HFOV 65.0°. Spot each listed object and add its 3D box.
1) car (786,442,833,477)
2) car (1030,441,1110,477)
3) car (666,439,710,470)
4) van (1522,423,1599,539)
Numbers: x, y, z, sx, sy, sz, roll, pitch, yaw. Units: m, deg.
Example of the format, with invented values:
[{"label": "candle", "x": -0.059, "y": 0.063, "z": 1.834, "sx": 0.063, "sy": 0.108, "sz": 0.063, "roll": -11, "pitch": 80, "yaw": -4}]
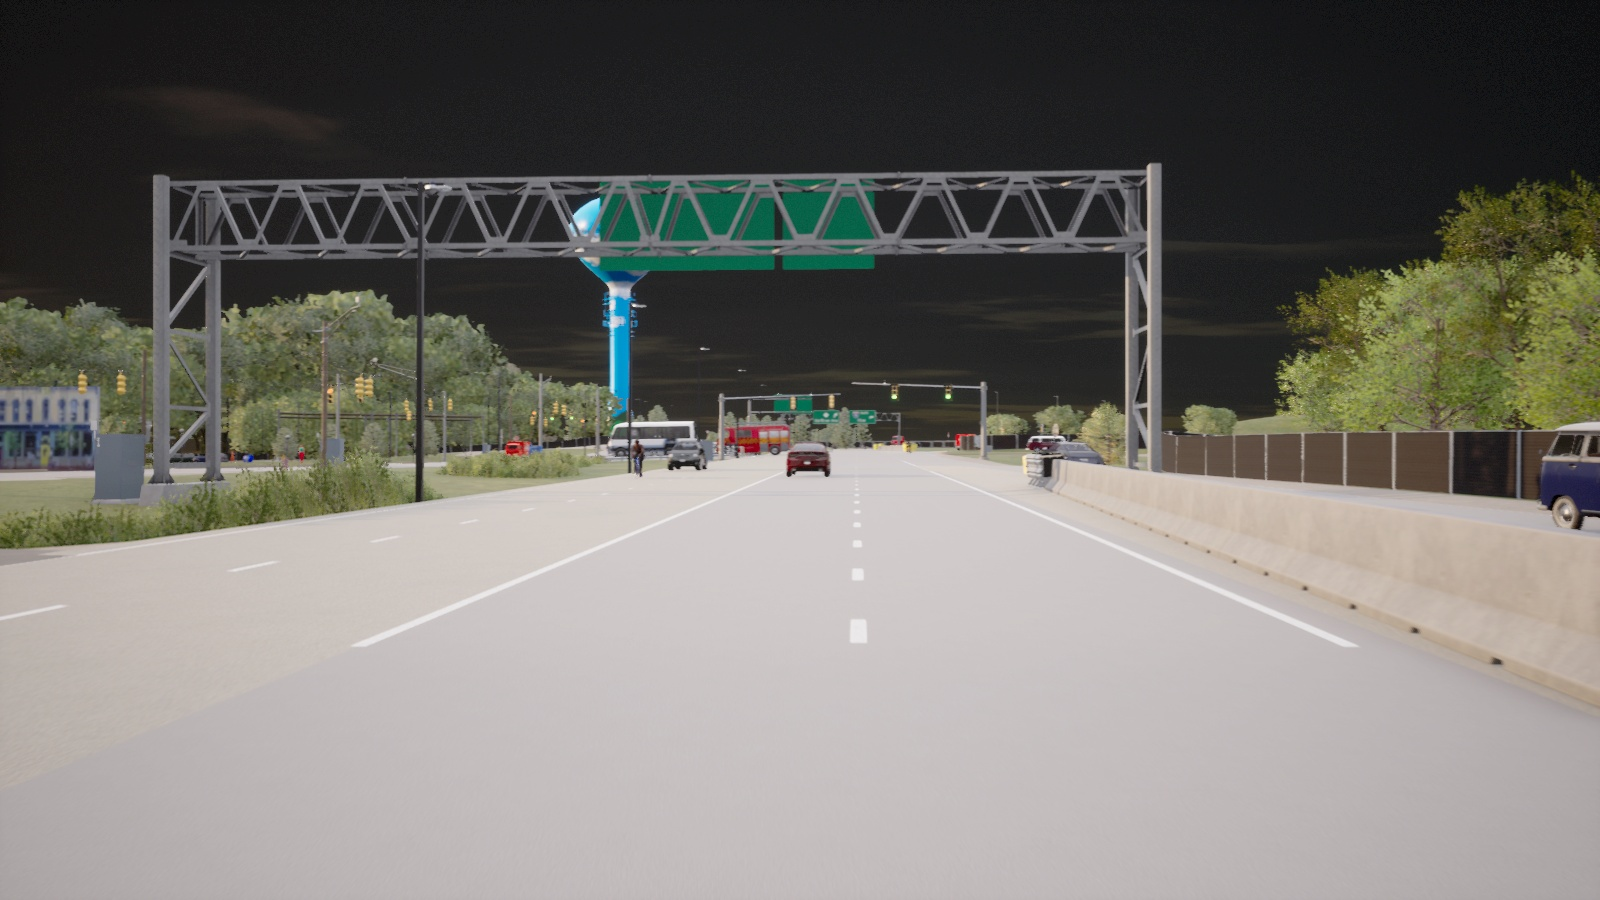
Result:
[{"label": "car", "x": 0.477, "y": 0.393, "z": 56.327, "sx": 1.882, "sy": 1.535, "sz": 5.008, "roll": 0, "pitch": 0, "yaw": 3}, {"label": "car", "x": 11.103, "y": 0.351, "z": 51.974, "sx": 1.994, "sy": 1.385, "sz": 4.181, "roll": 0, "pitch": 1, "yaw": -7}, {"label": "car", "x": -6.002, "y": 0.241, "z": 67.661, "sx": 1.851, "sy": 1.617, "sz": 3.988, "roll": 0, "pitch": 0, "yaw": 3}, {"label": "van", "x": 14.558, "y": 0.533, "z": 21.229, "sx": 1.775, "sy": 1.987, "sz": 4.442, "roll": 0, "pitch": 1, "yaw": -6}]
